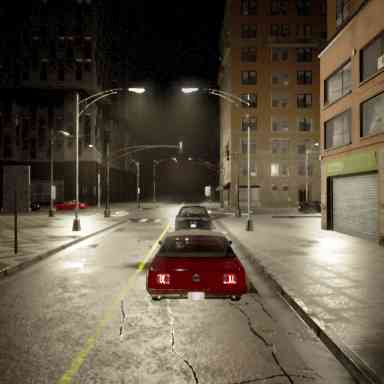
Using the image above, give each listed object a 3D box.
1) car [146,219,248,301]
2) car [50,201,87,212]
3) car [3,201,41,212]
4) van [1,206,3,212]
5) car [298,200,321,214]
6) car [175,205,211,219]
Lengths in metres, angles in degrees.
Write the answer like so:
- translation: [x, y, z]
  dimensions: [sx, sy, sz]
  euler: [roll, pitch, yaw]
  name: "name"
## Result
- translation: [0.081, 1.601, 8.261]
  dimensions: [1.895, 1.301, 4.718]
  euler: [0, 0, 0]
  name: "car"
- translation: [-14.554, 1.701, 39.299]
  dimensions: [4.206, 1.307, 1.802]
  euler: [0, 0, 0]
  name: "car"
- translation: [-20.203, 1.725, 39.293]
  dimensions: [4.313, 1.339, 1.947]
  euler: [0, 0, 0]
  name: "car"
- translation: [-20.186, 1.425, 30.769]
  dimensions: [3.998, 1.788, 1.690]
  euler: [0, 0, 0]
  name: "van"
- translation: [12.040, 1.415, 30.805]
  dimensions: [4.313, 1.339, 1.947]
  euler: [0, 0, 0]
  name: "car"
- translation: [0.058, 1.474, 18.410]
  dimensions: [1.882, 1.535, 5.008]
  euler: [0, 0, 0]
  name: "car"
